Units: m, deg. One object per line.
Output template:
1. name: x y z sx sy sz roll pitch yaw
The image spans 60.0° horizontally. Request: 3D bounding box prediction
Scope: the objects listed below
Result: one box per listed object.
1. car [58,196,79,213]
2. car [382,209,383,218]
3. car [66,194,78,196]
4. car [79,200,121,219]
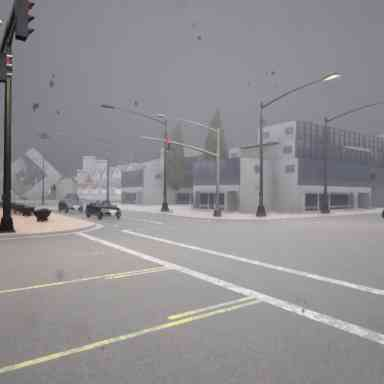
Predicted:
1. car: -13.672 1.499 37.356 2.128 1.511 4.902 1 0 -35
2. car: 19.322 1.751 30.702 4.181 1.385 1.994 0 0 -36
3. car: -19.812 1.272 54.831 2.150 2.045 5.566 1 0 -21
4. car: -7.771 1.501 28.881 2.128 1.511 4.902 1 0 -35
